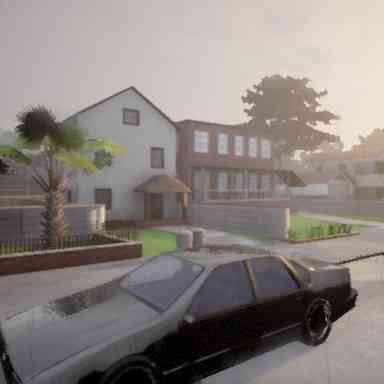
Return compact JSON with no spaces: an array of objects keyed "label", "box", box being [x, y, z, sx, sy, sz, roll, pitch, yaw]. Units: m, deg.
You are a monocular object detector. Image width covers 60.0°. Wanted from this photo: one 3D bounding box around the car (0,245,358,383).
[{"label":"car","box":[0.252,1.541,4.786,5.357,1.411,2.033,0,0,-35]}]
